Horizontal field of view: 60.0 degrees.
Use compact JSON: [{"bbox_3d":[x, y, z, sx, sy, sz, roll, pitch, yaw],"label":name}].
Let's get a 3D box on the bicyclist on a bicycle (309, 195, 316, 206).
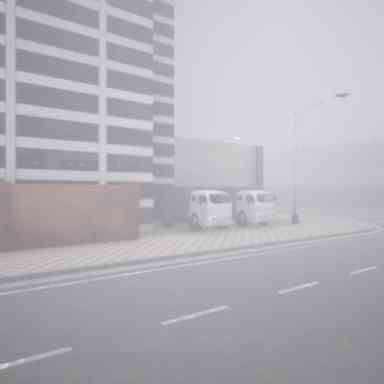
[{"bbox_3d":[17.440,1.239,48.236,1.656,1.620,0.582,0,0,-36],"label":"bicyclist on a bicycle"}]
